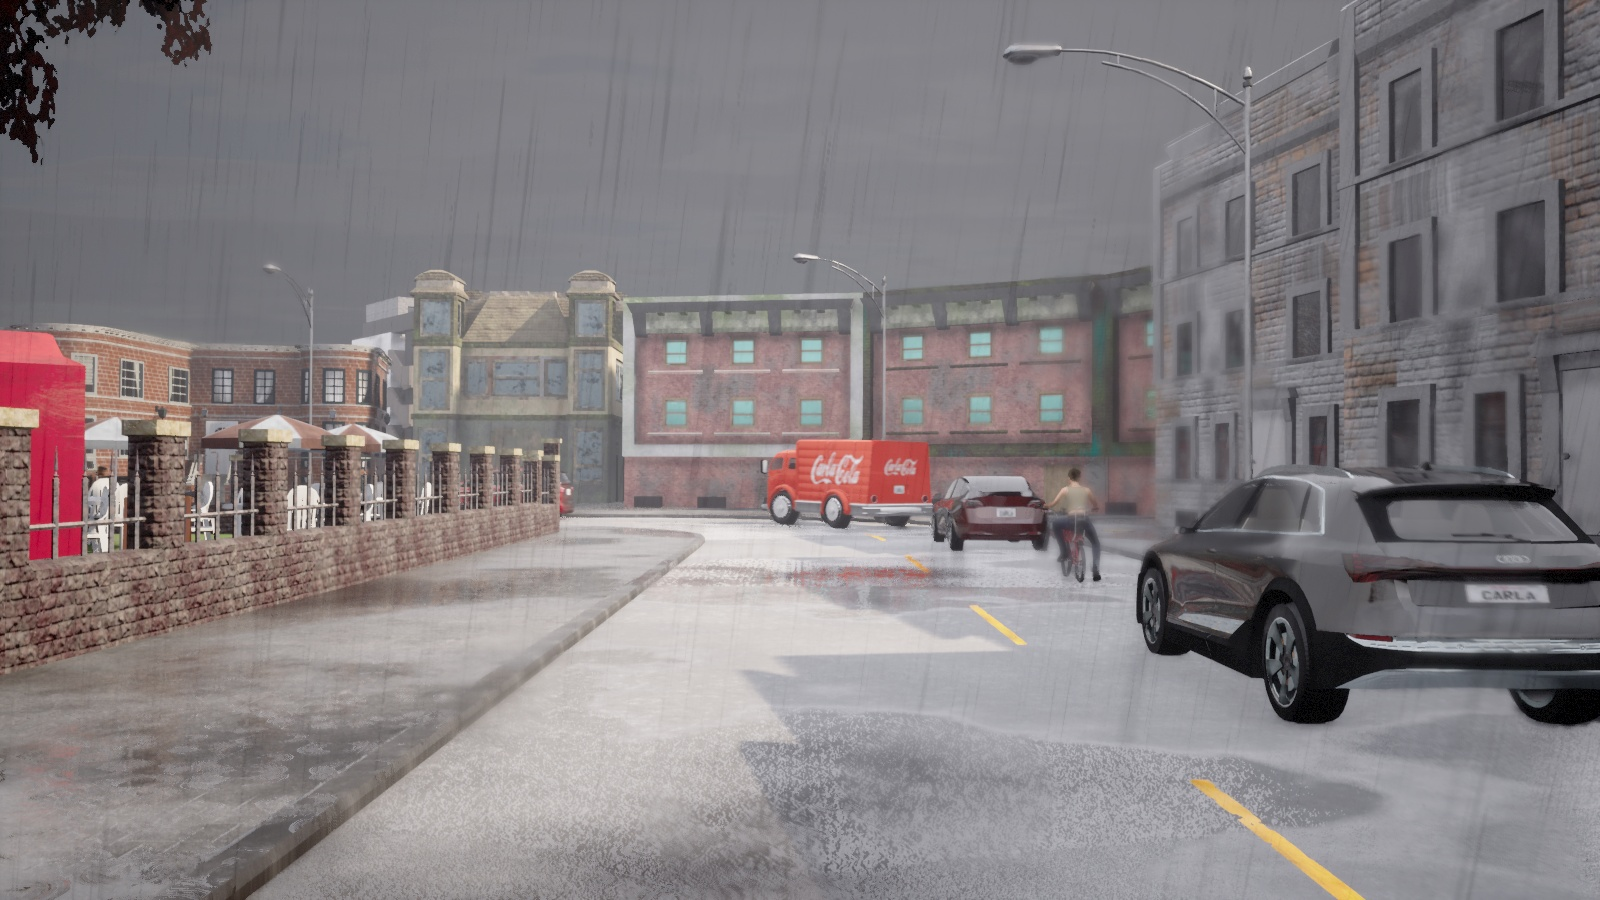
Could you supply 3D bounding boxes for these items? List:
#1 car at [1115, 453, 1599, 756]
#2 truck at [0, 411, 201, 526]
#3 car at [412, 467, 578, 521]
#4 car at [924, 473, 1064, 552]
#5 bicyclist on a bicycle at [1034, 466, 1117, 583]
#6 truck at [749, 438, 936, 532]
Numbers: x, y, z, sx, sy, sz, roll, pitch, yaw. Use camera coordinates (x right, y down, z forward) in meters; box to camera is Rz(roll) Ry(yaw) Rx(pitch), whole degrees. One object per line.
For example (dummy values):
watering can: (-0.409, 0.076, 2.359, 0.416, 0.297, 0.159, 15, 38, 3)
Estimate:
car: (3.980, 0.885, 9.315, 2.033, 1.649, 4.856, 0, -1, 0)
truck: (-23.480, 0.587, 39.454, 7.936, 3.462, 2.891, 0, -1, 0)
car: (-9.514, 1.359, 39.442, 4.611, 1.667, 2.242, 0, -1, 3)
car: (3.941, 1.241, 26.362, 2.163, 1.488, 4.792, 0, -1, 0)
bicyclist on a bicycle: (3.954, 1.039, 18.148, 0.866, 1.612, 1.509, 0, -1, 0)
truck: (1.128, 0.938, 35.866, 2.627, 2.467, 5.204, 1, -1, -37)
